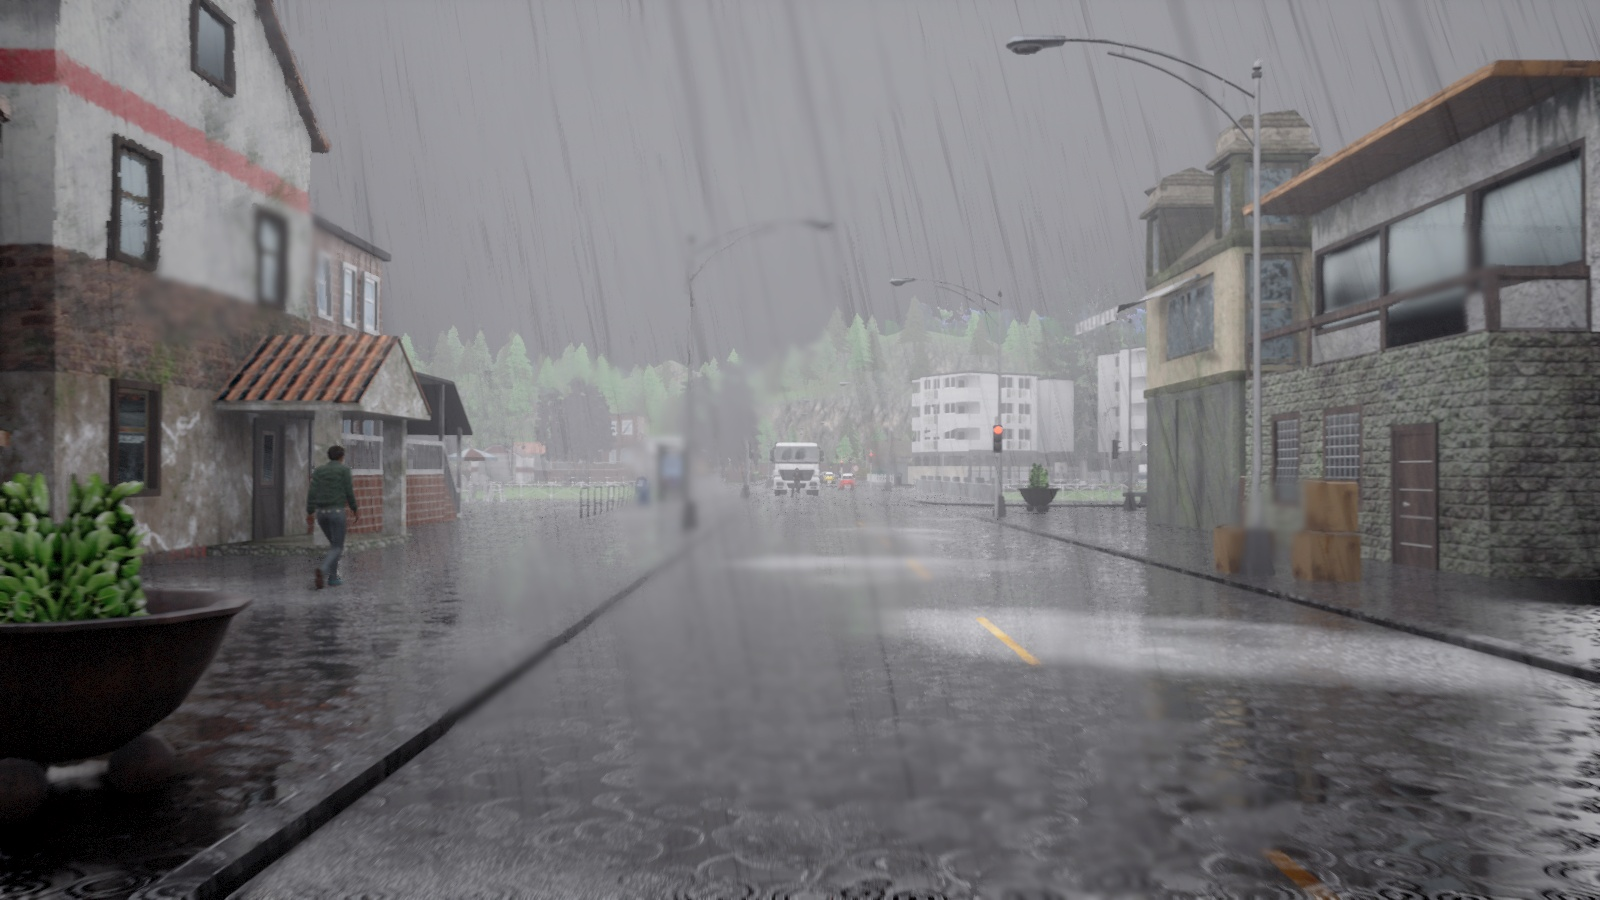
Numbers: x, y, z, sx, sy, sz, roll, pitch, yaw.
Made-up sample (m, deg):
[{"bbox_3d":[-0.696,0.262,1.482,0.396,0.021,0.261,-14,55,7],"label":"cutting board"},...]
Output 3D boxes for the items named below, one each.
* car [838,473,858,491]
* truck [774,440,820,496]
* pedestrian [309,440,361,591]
[{"bbox_3d":[3.757,2.503,98.466,1.481,1.376,2.207,0,-1,0],"label":"car"},{"bbox_3d":[-0.205,1.212,82.289,2.891,3.462,7.936,0,-1,0],"label":"truck"},{"bbox_3d":[-5.800,0.810,15.689,0.353,1.847,0.614,0,-1,8],"label":"pedestrian"}]
